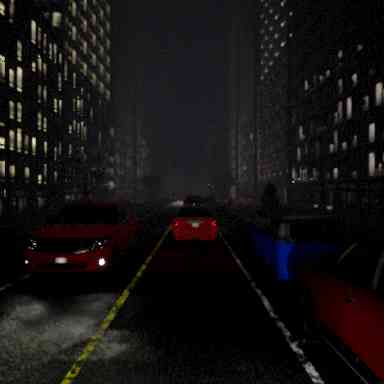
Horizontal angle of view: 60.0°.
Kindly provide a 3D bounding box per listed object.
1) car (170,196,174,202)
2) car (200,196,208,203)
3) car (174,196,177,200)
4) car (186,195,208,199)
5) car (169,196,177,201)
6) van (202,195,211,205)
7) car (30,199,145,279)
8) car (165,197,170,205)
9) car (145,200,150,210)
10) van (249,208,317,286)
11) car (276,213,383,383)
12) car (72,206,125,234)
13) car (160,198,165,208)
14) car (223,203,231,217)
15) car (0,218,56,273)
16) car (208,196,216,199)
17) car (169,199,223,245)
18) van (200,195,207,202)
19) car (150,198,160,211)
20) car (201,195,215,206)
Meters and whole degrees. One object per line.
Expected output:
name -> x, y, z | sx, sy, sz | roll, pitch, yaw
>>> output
car -> -5.477, 1.854, 71.810 | 1.947, 1.339, 4.313 | -1, 0, 0
car -> 2.938, 1.776, 83.152 | 1.967, 1.590, 4.097 | -1, 0, 0
car -> -5.441, 1.883, 83.178 | 2.008, 1.369, 4.403 | 0, 0, 0
car -> 0.209, 1.365, 35.042 | 2.150, 2.045, 5.566 | 0, 0, 0
car -> -5.407, 1.816, 94.545 | 1.967, 1.590, 4.097 | 0, 0, 0
van -> 2.884, 1.610, 66.102 | 1.690, 1.788, 3.998 | -1, 0, 0
car -> -3.068, 1.264, 10.580 | 2.150, 2.045, 5.566 | 0, 0, 0
car -> -5.513, 1.768, 60.273 | 1.752, 1.417, 4.829 | -1, 0, 0
car -> -5.601, 1.680, 32.025 | 2.008, 1.369, 4.403 | -1, 0, 0
van -> 2.707, 1.381, 9.266 | 1.690, 1.788, 3.998 | -1, 0, 0
car -> 2.689, 1.331, 3.582 | 2.192, 1.841, 5.009 | -1, 0, 0
car -> -5.636, 1.634, 20.658 | 2.008, 1.369, 4.403 | -1, 0, 0
car -> -5.549, 1.638, 49.076 | 1.967, 1.590, 4.097 | -1, 0, 0
car -> 2.780, 1.683, 31.999 | 2.008, 1.369, 4.403 | -1, 0, 0
car -> -5.671, 1.619, 9.291 | 1.802, 1.307, 4.206 | -1, 0, 0
car -> 2.848, 1.539, 54.734 | 2.192, 1.841, 5.009 | -1, 0, 0
car -> 0.148, 1.419, 16.103 | 2.097, 1.767, 4.553 | 0, 0, 0
van -> 2.955, 1.699, 88.835 | 1.690, 1.788, 3.998 | -1, 0, 0
car -> -5.565, 1.757, 43.392 | 1.802, 1.307, 4.206 | -1, 0, 0
car -> 2.866, 1.562, 60.419 | 2.192, 1.841, 5.009 | -1, 0, 0
